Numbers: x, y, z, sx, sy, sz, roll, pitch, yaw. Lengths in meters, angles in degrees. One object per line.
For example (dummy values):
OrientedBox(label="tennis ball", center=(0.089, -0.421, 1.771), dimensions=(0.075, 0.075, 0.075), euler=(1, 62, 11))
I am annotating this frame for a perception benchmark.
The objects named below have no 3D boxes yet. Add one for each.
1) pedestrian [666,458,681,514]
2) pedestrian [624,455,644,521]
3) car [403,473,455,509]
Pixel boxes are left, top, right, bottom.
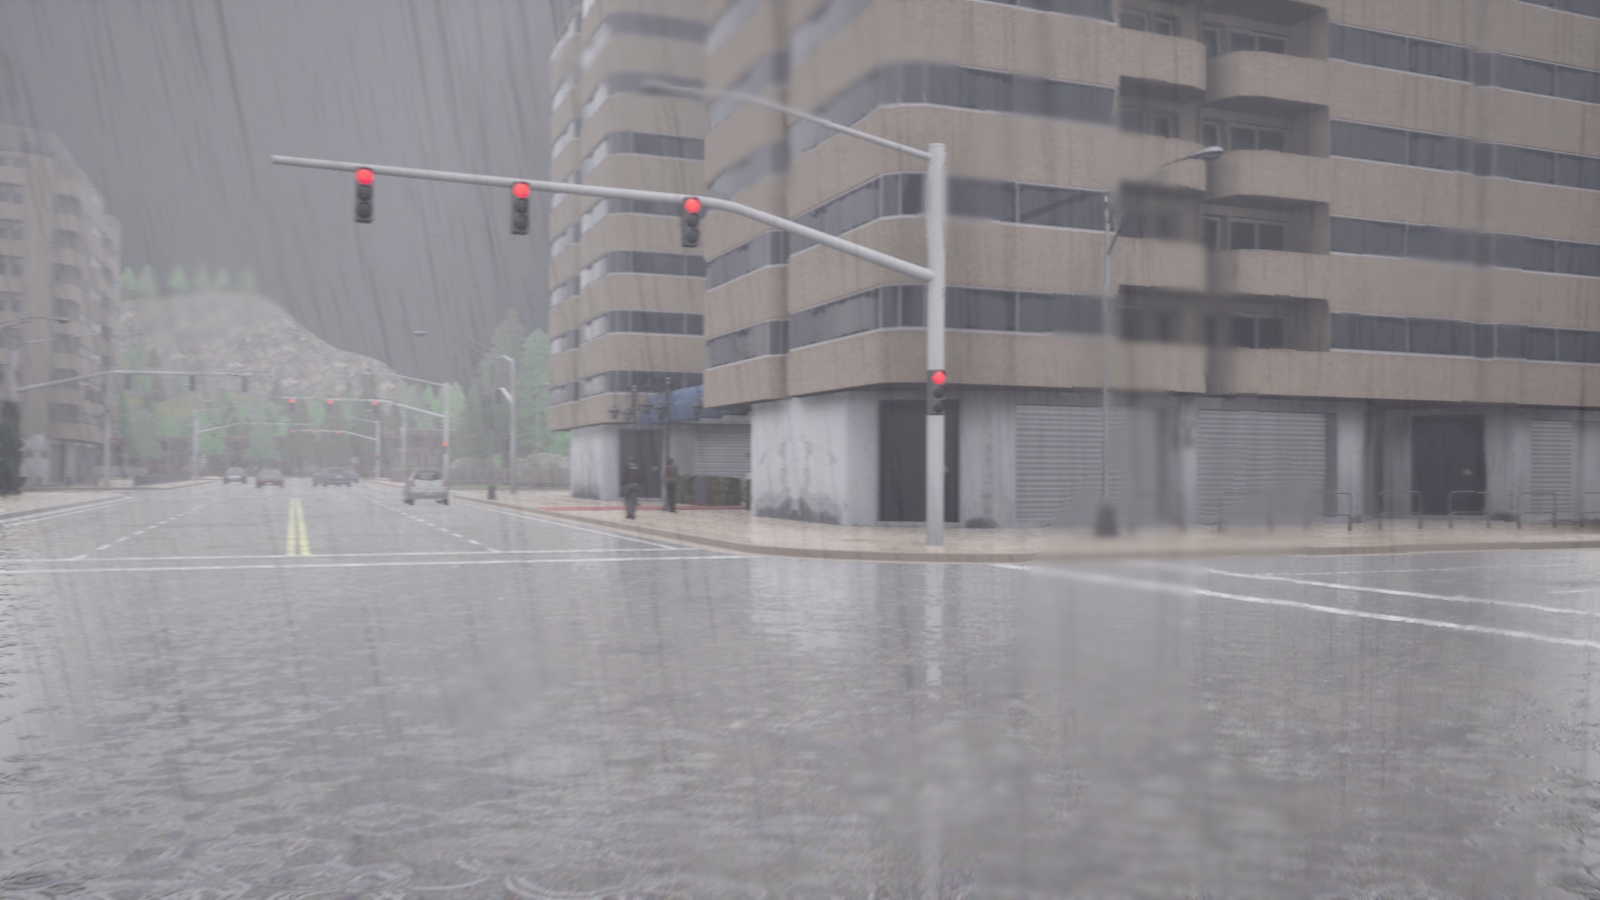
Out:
OrientedBox(label="pedestrian", center=(-4.183, 1.181, 41.664), dimensions=(0.331, 1.846, 0.634), euler=(0, -1, -22))
OrientedBox(label="pedestrian", center=(-4.722, 1.082, 35.695), dimensions=(0.376, 1.854, 0.720), euler=(0, -1, -25))
OrientedBox(label="car", center=(-16.241, 1.782, 54.890), dimensions=(1.845, 1.501, 3.633), euler=(0, -1, -22))
